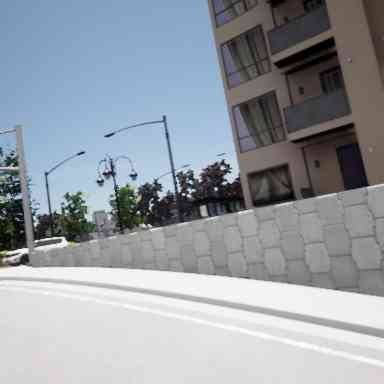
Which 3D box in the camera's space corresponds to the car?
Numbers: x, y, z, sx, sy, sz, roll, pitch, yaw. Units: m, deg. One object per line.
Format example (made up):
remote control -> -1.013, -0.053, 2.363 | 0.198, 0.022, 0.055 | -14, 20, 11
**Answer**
car -> -13.854, 5.373, 30.098 | 2.150, 2.045, 5.566 | -15, -8, 35
